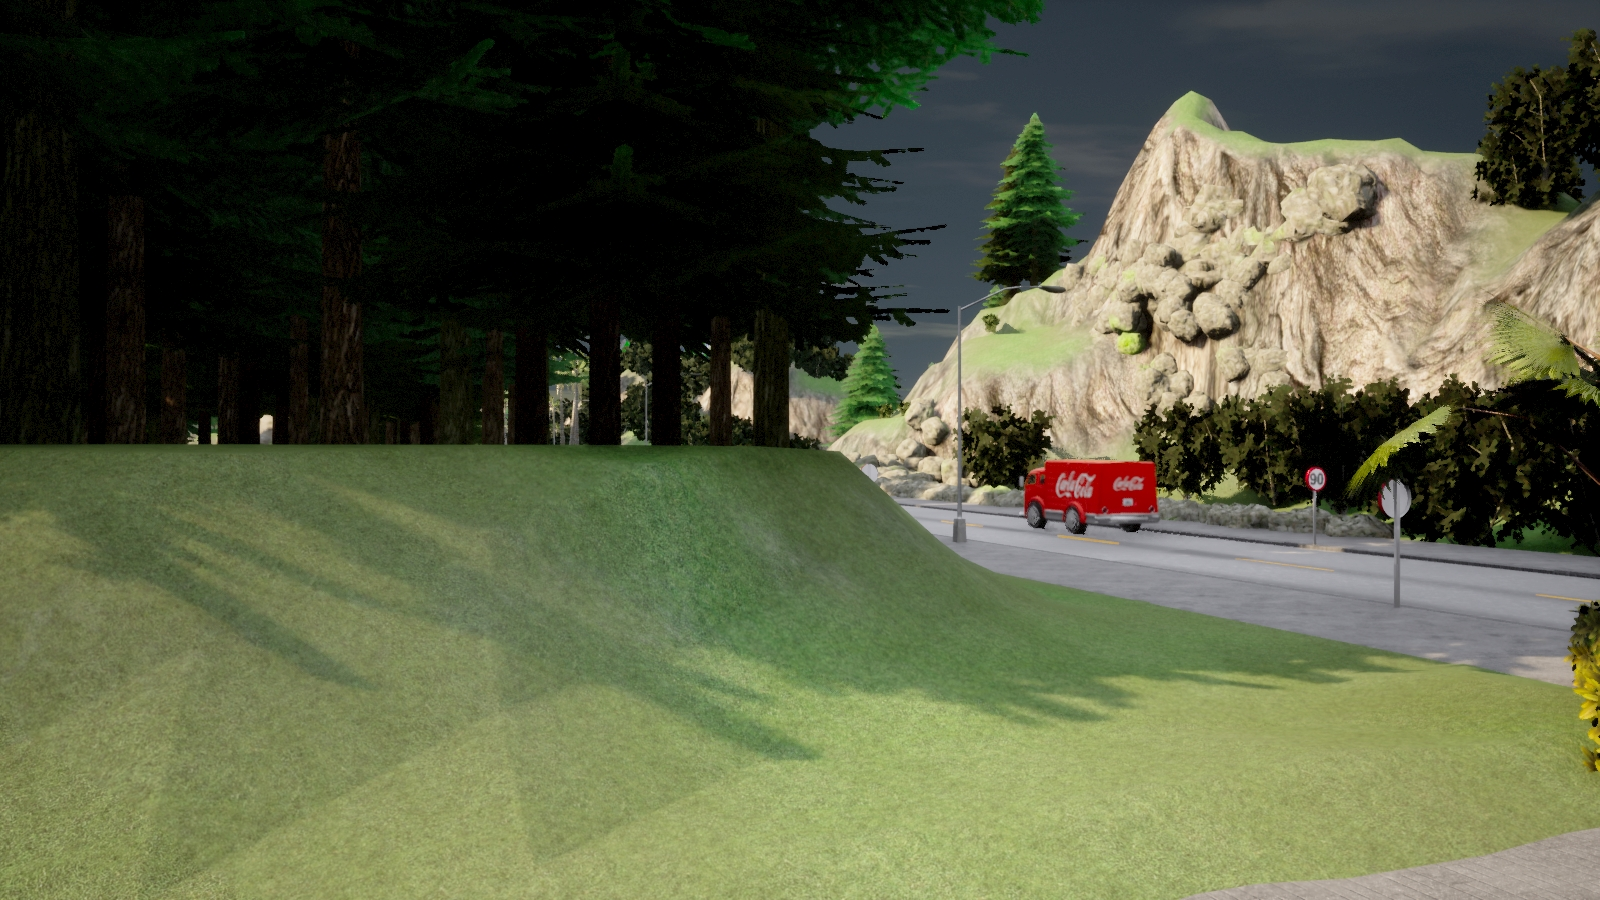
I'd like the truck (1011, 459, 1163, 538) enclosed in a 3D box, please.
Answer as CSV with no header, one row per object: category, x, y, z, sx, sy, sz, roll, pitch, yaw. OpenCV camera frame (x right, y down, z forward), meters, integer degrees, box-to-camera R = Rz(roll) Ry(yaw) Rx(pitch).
truck,9.764,1.570,39.409,2.627,2.467,5.204,0,0,-20
